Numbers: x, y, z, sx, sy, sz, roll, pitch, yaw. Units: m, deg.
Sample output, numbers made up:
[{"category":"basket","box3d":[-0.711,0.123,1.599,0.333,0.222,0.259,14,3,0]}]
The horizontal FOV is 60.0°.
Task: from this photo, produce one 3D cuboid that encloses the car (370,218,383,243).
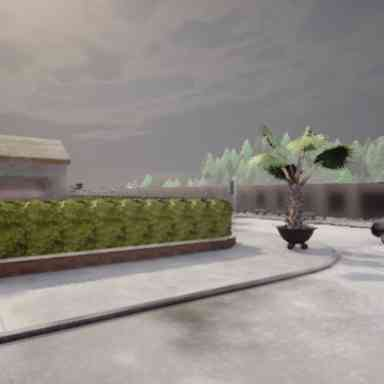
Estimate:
[{"category":"car","box3d":[10.082,1.616,13.778,2.128,1.511,4.902,1,0,-35]}]
